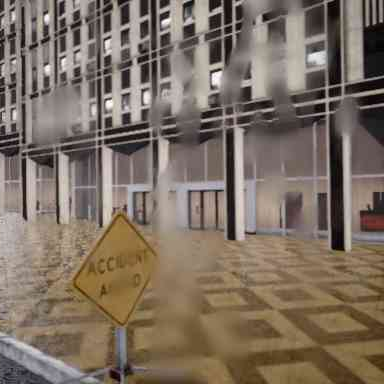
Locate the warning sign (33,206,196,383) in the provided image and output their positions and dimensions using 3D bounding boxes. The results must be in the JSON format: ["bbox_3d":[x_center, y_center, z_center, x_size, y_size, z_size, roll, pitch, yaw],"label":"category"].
[{"bbox_3d":[-0.786,1.113,3.609,1.060,1.860,1.300,-1,0,35],"label":"warning sign"}]
